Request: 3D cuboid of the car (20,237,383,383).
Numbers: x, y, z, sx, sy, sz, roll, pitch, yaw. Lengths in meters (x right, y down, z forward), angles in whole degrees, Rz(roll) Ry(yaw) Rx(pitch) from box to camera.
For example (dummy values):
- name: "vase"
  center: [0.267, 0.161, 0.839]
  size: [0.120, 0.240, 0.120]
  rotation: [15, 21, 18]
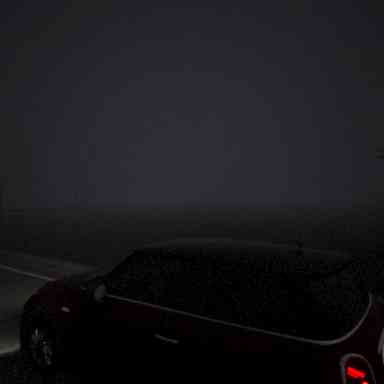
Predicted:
- name: "car"
  center: [-0.097, 1.359, 4.058]
  size: [4.553, 1.767, 2.097]
  rotation: [0, 0, 35]
